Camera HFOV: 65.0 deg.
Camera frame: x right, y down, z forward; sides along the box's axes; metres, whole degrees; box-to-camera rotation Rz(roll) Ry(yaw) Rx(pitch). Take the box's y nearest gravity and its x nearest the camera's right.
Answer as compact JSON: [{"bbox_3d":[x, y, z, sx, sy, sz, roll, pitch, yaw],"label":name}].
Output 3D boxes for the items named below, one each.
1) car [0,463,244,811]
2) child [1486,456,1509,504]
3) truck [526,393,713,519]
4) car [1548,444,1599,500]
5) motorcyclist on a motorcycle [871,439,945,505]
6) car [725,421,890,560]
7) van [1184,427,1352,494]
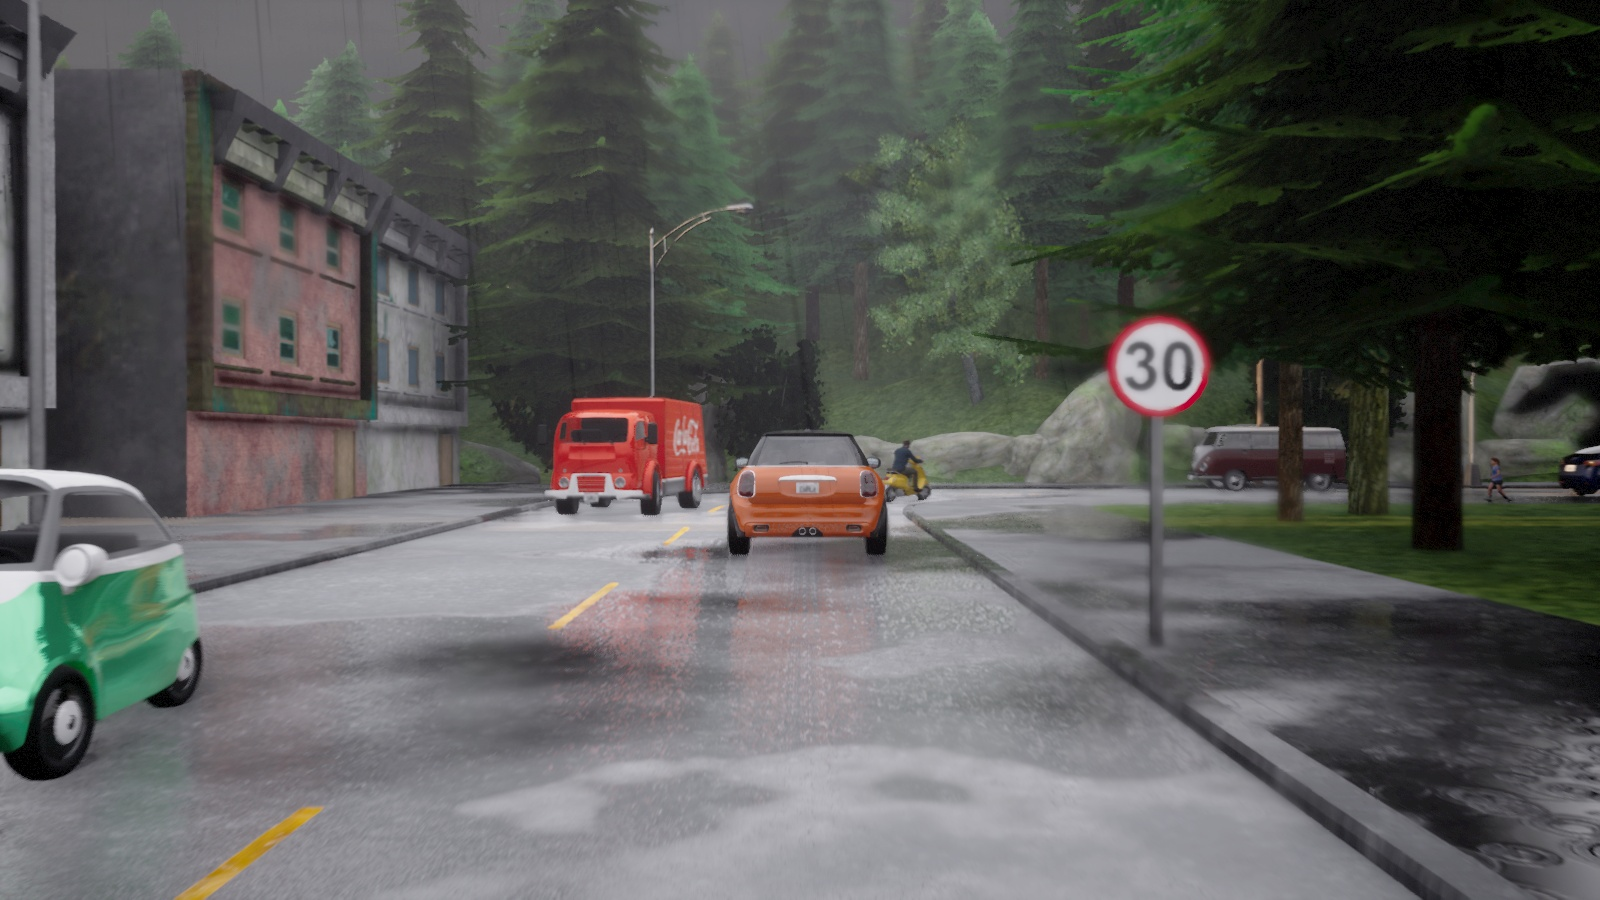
[{"bbox_3d":[-3.954,0.764,6.143,1.481,1.376,2.207,0,0,0],"label":"car"},{"bbox_3d":[16.246,0.685,29.242,0.394,1.110,0.255,0,0,-4],"label":"child"},{"bbox_3d":[-3.748,0.104,27.321,2.627,2.467,5.204,0,0,9],"label":"truck"},{"bbox_3d":[23.461,0.572,34.260,4.792,1.488,2.163,0,0,0],"label":"car"},{"bbox_3d":[2.738,0.525,31.739,0.866,1.590,1.817,3,2,44],"label":"motorcyclist on a motorcycle"},{"bbox_3d":[0.109,0.502,18.300,2.097,1.767,4.553,0,0,0],"label":"car"},{"bbox_3d":[14.201,0.295,38.252,4.442,1.987,1.775,0,0,0],"label":"van"}]
